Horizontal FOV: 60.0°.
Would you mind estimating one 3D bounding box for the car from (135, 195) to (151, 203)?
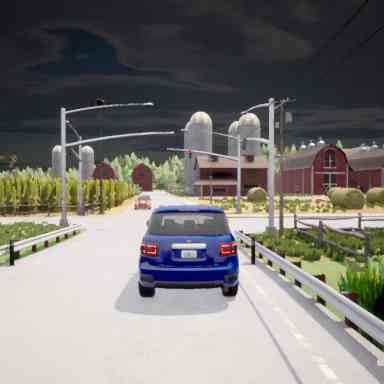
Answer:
[{"bbox_3d":[-6.390,1.333,43.495,2.097,1.767,4.553,0,1,-7],"label":"car"}]

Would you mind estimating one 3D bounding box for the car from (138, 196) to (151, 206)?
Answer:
[{"bbox_3d":[-7.601,1.389,53.157,1.994,1.385,4.181,0,1,-8],"label":"car"}]

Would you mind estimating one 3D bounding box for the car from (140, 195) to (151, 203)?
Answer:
[{"bbox_3d":[-8.849,1.229,63.121,1.994,1.385,4.181,0,1,-7],"label":"car"}]

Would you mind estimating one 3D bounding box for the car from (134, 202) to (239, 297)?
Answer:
[{"bbox_3d":[-0.109,1.364,9.040,2.150,2.045,5.566,0,-2,-1],"label":"car"}]
